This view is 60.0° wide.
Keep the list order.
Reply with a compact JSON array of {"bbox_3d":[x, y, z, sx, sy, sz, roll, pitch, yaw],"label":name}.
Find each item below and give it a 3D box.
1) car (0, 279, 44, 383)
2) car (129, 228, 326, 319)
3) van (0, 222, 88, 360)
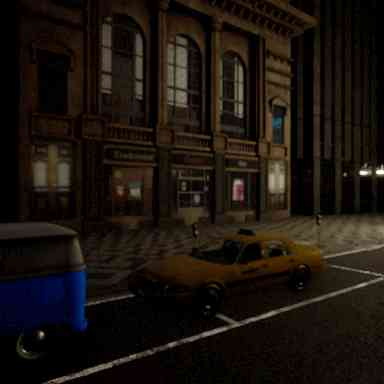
[{"bbox_3d":[-3.000,1.565,1.228,4.181,1.385,1.994,0,0,-36],"label":"car"},{"bbox_3d":[1.020,1.530,7.383,4.829,1.417,1.752,0,0,-36],"label":"car"},{"bbox_3d":[-3.394,1.345,4.219,3.998,1.788,1.690,0,0,-36],"label":"van"}]
